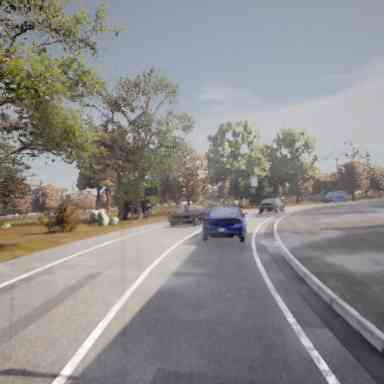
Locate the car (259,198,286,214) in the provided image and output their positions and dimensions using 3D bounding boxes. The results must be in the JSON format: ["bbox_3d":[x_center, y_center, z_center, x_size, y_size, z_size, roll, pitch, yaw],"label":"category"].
[{"bbox_3d":[8.210,1.414,33.871,1.837,1.490,4.892,-3,-1,29],"label":"car"}]

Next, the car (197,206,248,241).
[{"bbox_3d":[1.733,1.465,16.643,1.882,1.535,5.008,-1,0,11],"label":"car"}]

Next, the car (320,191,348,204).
[{"bbox_3d":[24.248,0.900,56.731,5.566,2.045,2.150,-2,-4,-35],"label":"car"}]

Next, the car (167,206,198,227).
[{"bbox_3d":[-0.098,1.672,23.380,1.895,1.301,4.718,-2,-1,17],"label":"car"}]
